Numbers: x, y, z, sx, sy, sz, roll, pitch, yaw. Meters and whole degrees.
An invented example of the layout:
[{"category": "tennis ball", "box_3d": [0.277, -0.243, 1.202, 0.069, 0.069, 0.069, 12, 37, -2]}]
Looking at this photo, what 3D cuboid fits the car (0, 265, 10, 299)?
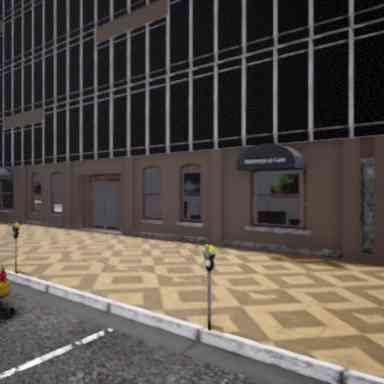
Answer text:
[{"category": "car", "box_3d": [-5.607, 1.473, 6.872, 4.829, 1.417, 1.752, 0, 0, 35]}]
